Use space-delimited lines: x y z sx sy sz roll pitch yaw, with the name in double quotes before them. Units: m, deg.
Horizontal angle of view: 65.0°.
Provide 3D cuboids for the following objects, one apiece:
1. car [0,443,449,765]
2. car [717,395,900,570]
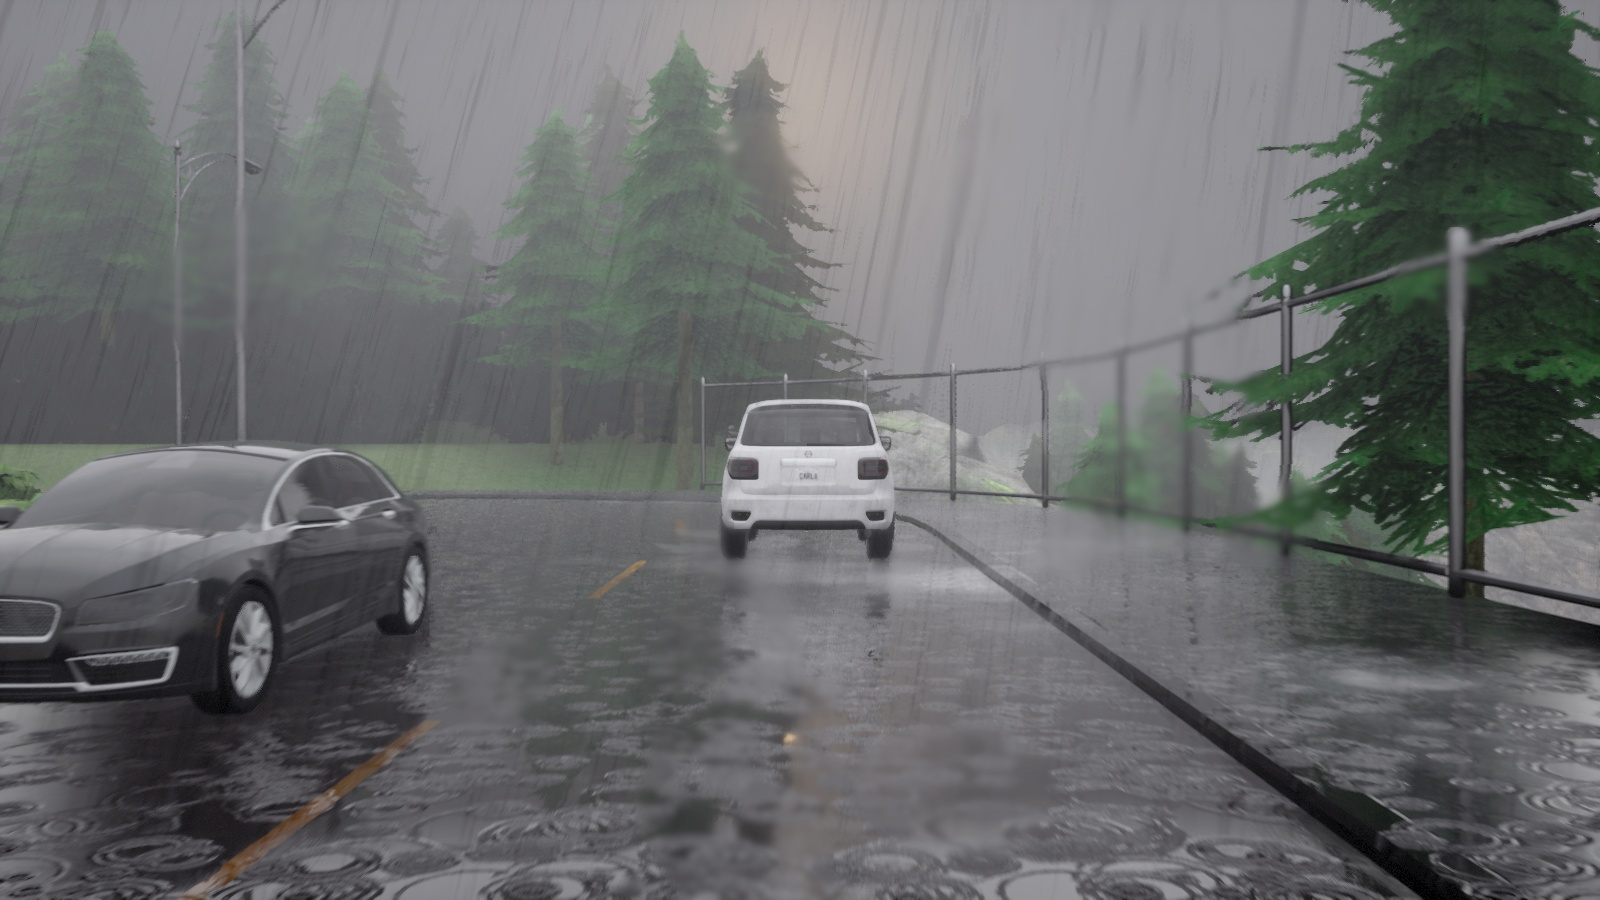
"car" -3.934 0.702 8.281 1.837 1.490 4.892 0 0 0
"car" 0.111 0.367 17.518 2.150 2.045 5.566 0 0 0
